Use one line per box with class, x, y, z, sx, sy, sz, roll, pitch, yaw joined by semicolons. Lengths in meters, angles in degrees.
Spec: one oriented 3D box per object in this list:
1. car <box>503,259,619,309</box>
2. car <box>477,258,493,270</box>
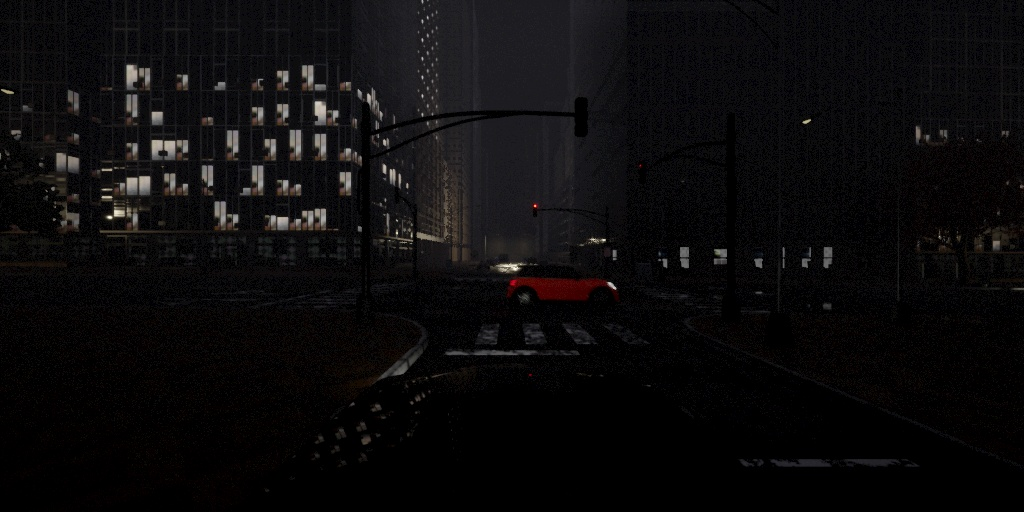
car;2.046;1.158;14.936;4.553;1.767;2.097;1;0;-3
car;-4.079;1.342;52.076;1.802;1.307;4.207;0;0;0
